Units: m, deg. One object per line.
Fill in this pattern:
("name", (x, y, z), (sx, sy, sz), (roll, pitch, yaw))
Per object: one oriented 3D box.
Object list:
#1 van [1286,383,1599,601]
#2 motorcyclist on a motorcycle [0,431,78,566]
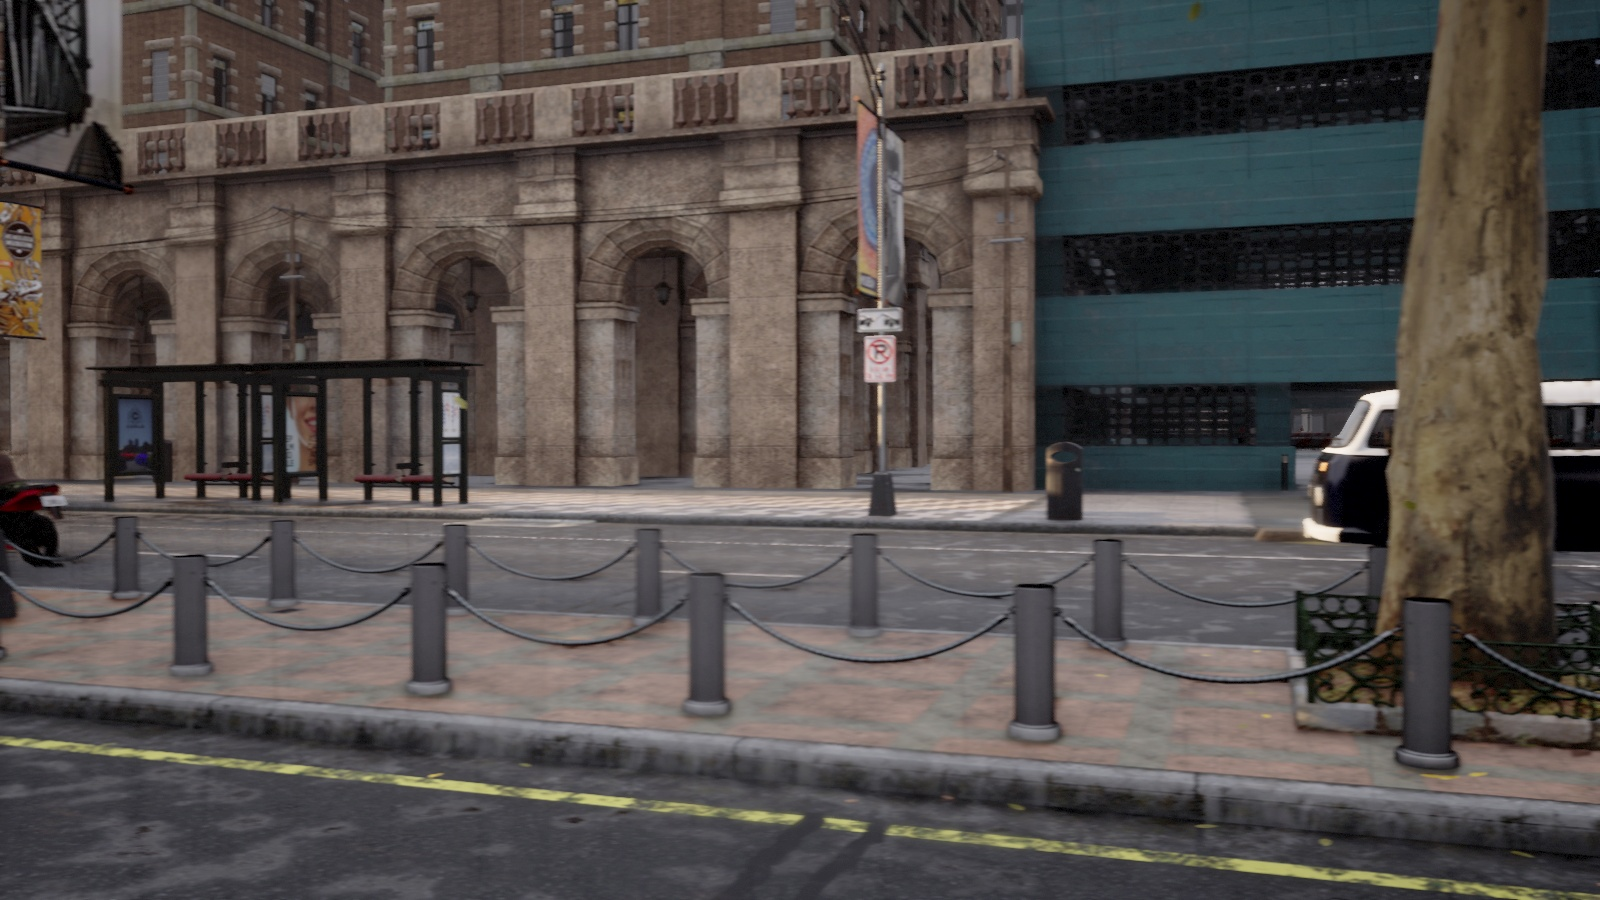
("van", (7.423, 0.373, 12.824), (4.480, 2.038, 2.069), (1, 1, 19))
("motorcyclist on a motorcycle", (-9.696, 0.534, 14.890), (2.044, 1.523, 0.797), (1, 1, 19))
